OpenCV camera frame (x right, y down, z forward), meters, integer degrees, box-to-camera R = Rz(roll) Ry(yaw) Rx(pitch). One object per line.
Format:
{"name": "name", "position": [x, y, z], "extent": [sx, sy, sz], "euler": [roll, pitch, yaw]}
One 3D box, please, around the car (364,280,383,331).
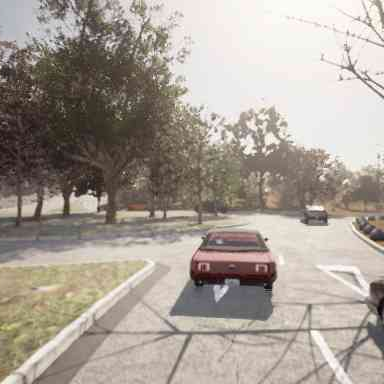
{"name": "car", "position": [3.693, 1.554, 3.195], "extent": [2.033, 1.411, 5.357], "euler": [0, 0, 4]}

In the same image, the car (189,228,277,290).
{"name": "car", "position": [1.174, 1.646, 9.238], "extent": [1.895, 1.301, 4.718], "euler": [0, -1, 8]}

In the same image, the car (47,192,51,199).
{"name": "car", "position": [-38.406, 1.322, 85.850], "extent": [1.946, 1.575, 5.366], "euler": [0, 2, -15]}

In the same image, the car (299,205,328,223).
{"name": "car", "position": [10.640, 1.904, 29.308], "extent": [2.128, 1.511, 4.902], "euler": [0, -1, 12]}

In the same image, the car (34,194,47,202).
{"name": "car", "position": [-36.970, 1.542, 80.521], "extent": [1.946, 1.575, 5.366], "euler": [0, 2, -15]}

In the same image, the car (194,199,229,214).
{"name": "car", "position": [2.655, 1.985, 46.289], "extent": [2.150, 2.045, 5.566], "euler": [1, -2, -38]}

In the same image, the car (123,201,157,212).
{"name": "car", "position": [-7.943, 2.234, 52.395], "extent": [4.553, 1.767, 2.097], "euler": [0, -1, 22]}

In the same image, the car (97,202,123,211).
{"name": "car", "position": [-13.412, 2.438, 55.773], "extent": [4.902, 1.511, 2.128], "euler": [0, -1, -4]}
